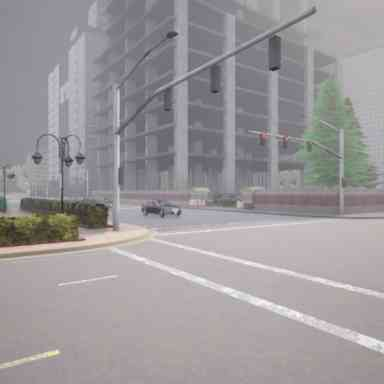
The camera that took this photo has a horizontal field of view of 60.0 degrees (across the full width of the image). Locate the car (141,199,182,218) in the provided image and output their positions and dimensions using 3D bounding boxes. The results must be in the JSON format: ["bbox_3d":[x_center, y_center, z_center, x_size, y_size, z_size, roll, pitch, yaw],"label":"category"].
[{"bbox_3d":[-2.819,1.429,29.815,2.128,1.511,4.902,0,0,-36],"label":"car"}]

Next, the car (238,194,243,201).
[{"bbox_3d":[7.345,1.096,55.157,1.905,1.878,3.866,0,0,-36],"label":"car"}]

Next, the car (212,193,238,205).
[{"bbox_3d":[4.956,1.097,53.441,1.905,1.878,3.866,0,0,-36],"label":"car"}]

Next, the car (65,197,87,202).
[{"bbox_3d":[-18.110,1.500,50.900,1.994,1.385,4.181,0,0,-36],"label":"car"}]

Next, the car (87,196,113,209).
[{"bbox_3d":[-10.528,1.429,40.424,2.128,1.511,4.902,0,0,-36],"label":"car"}]
